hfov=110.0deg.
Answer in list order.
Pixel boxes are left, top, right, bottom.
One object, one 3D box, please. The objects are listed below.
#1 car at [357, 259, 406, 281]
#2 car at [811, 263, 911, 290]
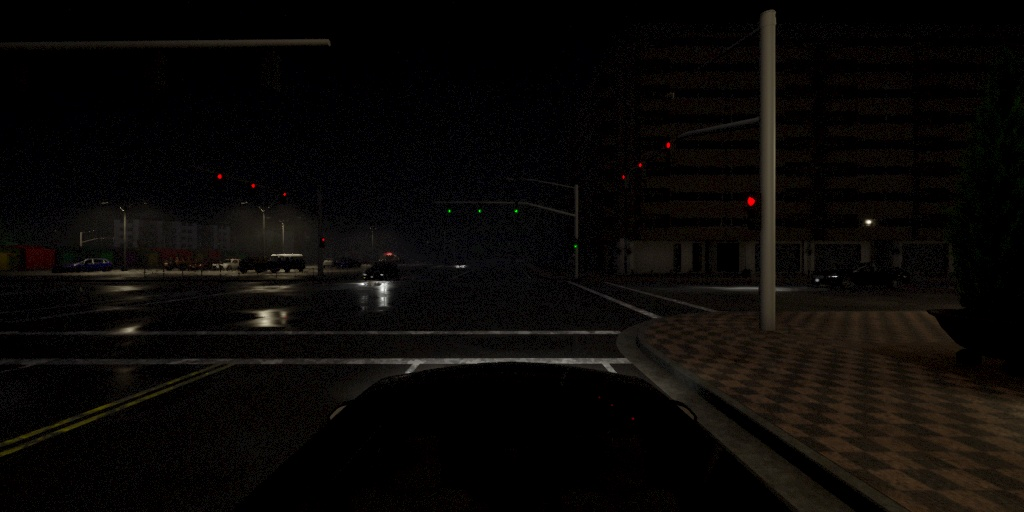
[{"bbox_3d":[-10.611,1.309,29.541,1.837,1.490,4.892,0,1,0],"label":"car"},{"bbox_3d":[20.731,1.185,21.454,4.902,1.511,2.128,0,0,0],"label":"car"}]
